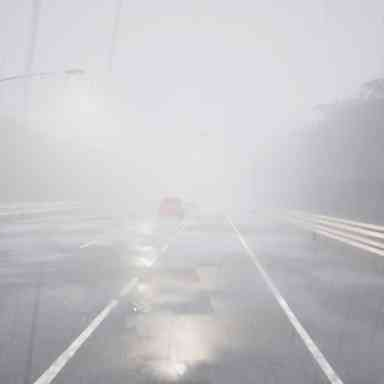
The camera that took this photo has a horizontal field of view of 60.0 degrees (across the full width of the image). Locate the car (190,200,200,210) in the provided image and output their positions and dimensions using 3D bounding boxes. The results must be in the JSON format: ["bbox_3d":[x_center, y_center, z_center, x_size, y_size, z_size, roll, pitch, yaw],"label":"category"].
[{"bbox_3d":[-0.118,2.157,55.744,1.882,1.535,5.008,1,-1,4],"label":"car"}]

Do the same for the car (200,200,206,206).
[{"bbox_3d":[1.784,2.808,82.835,1.812,1.442,4.674,1,-1,4],"label":"car"}]

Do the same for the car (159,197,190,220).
[{"bbox_3d":[-1.748,1.508,31.559,2.150,2.045,5.566,1,-1,4],"label":"car"}]
